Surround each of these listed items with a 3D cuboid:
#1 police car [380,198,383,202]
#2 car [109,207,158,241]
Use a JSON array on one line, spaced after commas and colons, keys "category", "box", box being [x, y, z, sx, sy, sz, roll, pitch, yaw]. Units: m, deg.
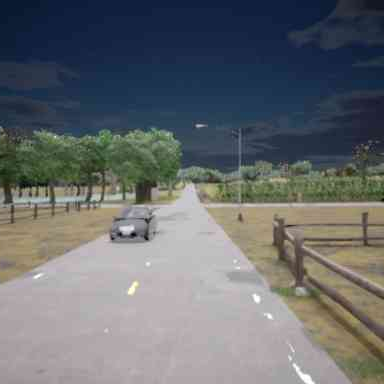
[{"category": "police car", "box": [39.029, 1.332, 63.872, 5.238, 1.638, 1.930, -1, 2, 0]}, {"category": "car", "box": [-2.848, 1.529, 16.932, 2.128, 1.511, 4.902, 0, 0, 0]}]
